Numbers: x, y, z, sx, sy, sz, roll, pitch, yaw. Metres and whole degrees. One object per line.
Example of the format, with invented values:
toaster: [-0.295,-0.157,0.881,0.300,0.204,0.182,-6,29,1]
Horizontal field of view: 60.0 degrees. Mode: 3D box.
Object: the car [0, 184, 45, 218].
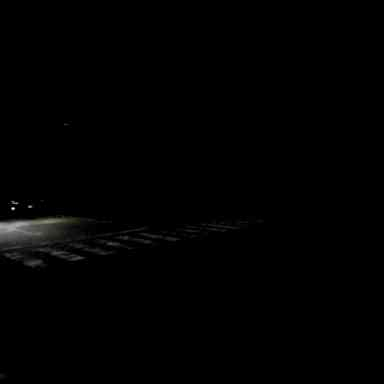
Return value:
car: [-12.060,0.488,22.369,5.566,2.045,2.150,2,3,41]
